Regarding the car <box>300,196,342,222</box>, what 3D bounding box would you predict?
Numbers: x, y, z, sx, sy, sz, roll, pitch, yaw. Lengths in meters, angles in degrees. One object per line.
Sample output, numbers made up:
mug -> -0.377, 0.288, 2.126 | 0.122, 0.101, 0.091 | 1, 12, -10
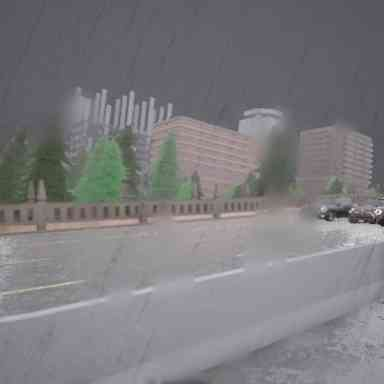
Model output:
car -> 9.867, 1.133, 23.931 | 4.553, 1.767, 2.097 | -1, 0, -35

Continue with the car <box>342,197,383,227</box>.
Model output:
car -> 11.900, 1.134, 21.081 | 4.553, 1.767, 2.097 | -1, 0, -35
